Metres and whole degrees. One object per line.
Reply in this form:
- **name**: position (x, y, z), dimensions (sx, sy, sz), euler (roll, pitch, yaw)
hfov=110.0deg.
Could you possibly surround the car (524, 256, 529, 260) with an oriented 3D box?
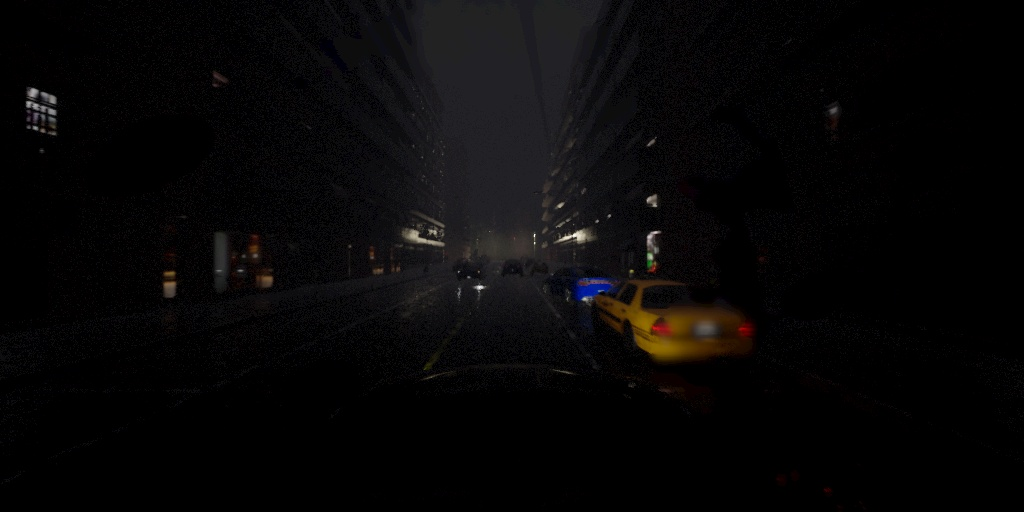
- **car**: position (2.764, 1.044, 53.374), dimensions (1.948, 1.339, 4.313), euler (0, 0, 0)

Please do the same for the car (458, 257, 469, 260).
- **car**: position (-5.708, 0.979, 41.629), dimensions (1.967, 1.591, 4.097), euler (0, 0, 0)

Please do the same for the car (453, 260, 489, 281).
- **car**: position (-3.096, 1.211, 27.951), dimensions (1.895, 1.301, 4.718), euler (0, 0, 0)

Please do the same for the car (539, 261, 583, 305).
- **car**: position (2.846, 1.153, 15.719), dimensions (1.882, 1.535, 5.008), euler (0, 0, -10)

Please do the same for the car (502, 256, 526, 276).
- **car**: position (0.073, 1.057, 33.922), dimensions (1.882, 1.535, 5.008), euler (0, 0, 0)

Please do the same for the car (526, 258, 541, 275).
- **car**: position (2.701, 1.094, 36.199), dimensions (1.751, 1.417, 4.829), euler (0, 0, 0)

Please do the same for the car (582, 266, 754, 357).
- **car**: position (3.151, 1.172, 8.366), dimensions (1.801, 1.575, 5.366), euler (0, 0, 0)
